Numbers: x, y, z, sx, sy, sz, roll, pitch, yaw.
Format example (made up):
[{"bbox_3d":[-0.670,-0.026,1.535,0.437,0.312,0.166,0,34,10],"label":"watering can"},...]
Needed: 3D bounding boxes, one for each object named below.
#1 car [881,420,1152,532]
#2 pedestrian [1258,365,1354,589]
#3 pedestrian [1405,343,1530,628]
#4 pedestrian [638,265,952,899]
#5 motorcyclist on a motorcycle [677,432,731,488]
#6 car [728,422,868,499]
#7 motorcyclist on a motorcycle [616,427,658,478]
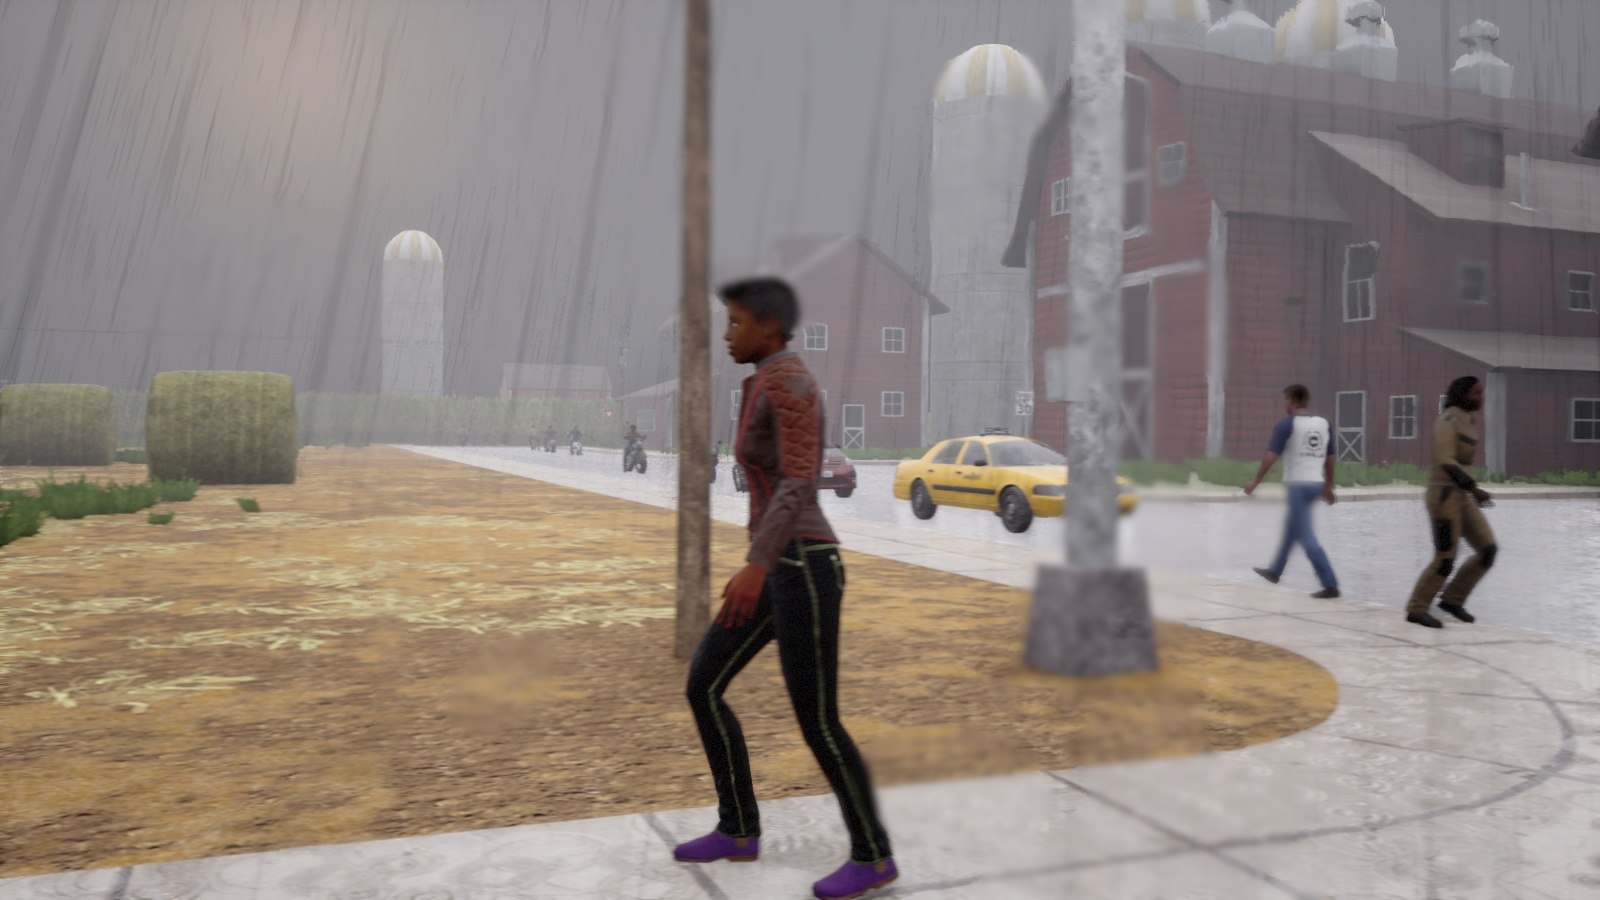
[{"bbox_3d":[3.325,0.334,20.621,1.801,1.575,5.366,-1,1,-22],"label":"car"},{"bbox_3d":[4.293,0.212,10.684,0.354,1.836,0.706,-1,1,-23],"label":"pedestrian"},{"bbox_3d":[4.729,0.237,8.905,0.692,1.930,0.396,0,1,45],"label":"pedestrian"},{"bbox_3d":[-0.026,0.384,3.698,0.869,1.805,0.328,-1,1,-8],"label":"pedestrian"},{"bbox_3d":[-2.717,0.256,35.412,0.866,1.530,2.191,-1,1,-22],"label":"motorcyclist on a motorcycle"},{"bbox_3d":[-0.121,0.196,29.054,1.851,1.617,3.988,-1,1,-22],"label":"car"},{"bbox_3d":[-5.489,0.073,42.183,0.766,1.649,2.350,-1,1,-22],"label":"motorcyclist on a motorcycle"}]
